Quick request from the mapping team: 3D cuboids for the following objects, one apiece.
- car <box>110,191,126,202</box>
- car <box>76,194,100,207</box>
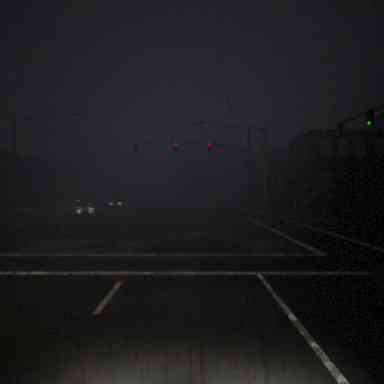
[{"bbox_3d":[-13.895,0.840,62.891,2.150,2.045,5.566,0,0,0],"label":"car"},{"bbox_3d":[-13.996,1.068,45.079,2.097,1.767,4.553,0,0,0],"label":"car"}]
